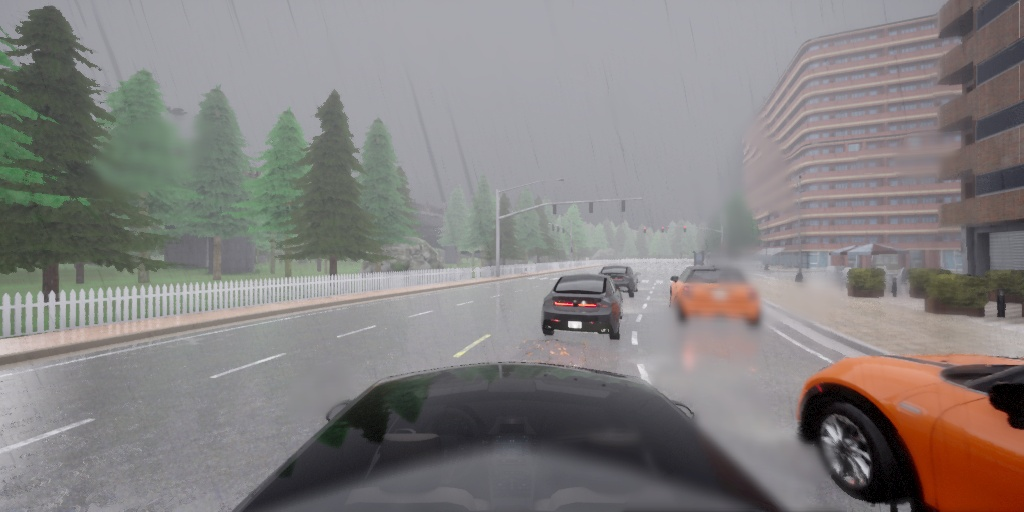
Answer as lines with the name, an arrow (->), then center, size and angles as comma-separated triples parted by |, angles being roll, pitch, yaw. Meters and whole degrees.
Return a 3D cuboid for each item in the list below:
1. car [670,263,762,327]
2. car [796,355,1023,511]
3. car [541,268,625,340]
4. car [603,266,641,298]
car -> 6.484, 1.101, 11.879 | 2.097, 1.767, 4.553 | 0, 0, 21
car -> 3.800, 1.102, 1.577 | 2.097, 1.767, 4.553 | 0, 0, 0
car -> 2.129, 1.255, 10.132 | 1.837, 1.490, 4.892 | 0, 0, 18
car -> 5.567, 1.255, 18.895 | 1.837, 1.490, 4.892 | 0, 0, 23
